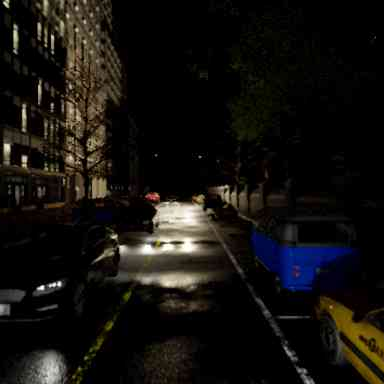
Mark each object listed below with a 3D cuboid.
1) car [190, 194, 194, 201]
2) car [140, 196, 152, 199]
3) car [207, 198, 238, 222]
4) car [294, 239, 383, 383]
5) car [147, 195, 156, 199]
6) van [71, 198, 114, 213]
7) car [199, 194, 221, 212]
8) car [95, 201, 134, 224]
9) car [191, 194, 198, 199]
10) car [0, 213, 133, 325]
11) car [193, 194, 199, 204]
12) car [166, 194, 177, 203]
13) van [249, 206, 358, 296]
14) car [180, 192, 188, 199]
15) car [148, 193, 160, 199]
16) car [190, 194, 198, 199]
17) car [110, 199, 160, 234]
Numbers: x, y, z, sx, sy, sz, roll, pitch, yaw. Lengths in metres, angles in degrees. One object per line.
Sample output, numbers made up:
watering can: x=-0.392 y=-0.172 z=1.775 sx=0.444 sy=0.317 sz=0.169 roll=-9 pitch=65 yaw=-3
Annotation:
car: x=0.827 y=1.132 z=72.929 sx=1.801 sy=1.575 sz=5.366 roll=0 pitch=0 yaw=-2
car: x=-5.802 y=1.394 z=35.839 sx=1.887 sy=1.381 sz=4.507 roll=0 pitch=0 yaw=-1
car: x=2.396 y=1.421 z=25.089 sx=1.752 sy=1.417 sz=4.829 roll=0 pitch=0 yaw=-1
car: x=2.562 y=1.513 z=2.912 sx=1.752 sy=1.417 sz=4.829 roll=0 pitch=0 yaw=0
car: x=-5.917 y=1.407 z=41.388 sx=1.802 sy=1.307 sz=4.206 roll=0 pitch=0 yaw=-1
van: x=-5.561 y=1.263 z=19.198 sx=1.690 sy=1.788 sz=3.998 roll=0 pitch=0 yaw=-1
car: x=2.221 y=1.163 z=36.014 sx=2.192 sy=1.841 sz=5.009 roll=0 pitch=0 yaw=-1
car: x=-5.626 y=1.443 z=24.745 sx=1.887 sy=1.381 sz=4.507 roll=0 pitch=0 yaw=-1
car: x=0.653 y=1.190 z=85.923 sx=1.802 sy=1.307 sz=4.206 roll=0 pitch=0 yaw=-2
car: x=-2.870 y=1.462 z=7.352 sx=2.128 sy=1.511 sz=4.902 roll=0 pitch=0 yaw=0
car: x=1.667 y=1.270 z=58.369 sx=1.752 sy=1.417 sz=4.829 roll=0 pitch=0 yaw=-2
car: x=-3.795 y=1.233 z=61.749 sx=1.837 sy=1.490 sz=4.892 roll=0 pitch=0 yaw=-1
van: x=2.545 y=1.307 z=8.286 sx=1.690 sy=1.788 sz=3.998 roll=0 pitch=0 yaw=0
car: x=-2.130 y=1.048 z=91.437 sx=2.033 sy=1.411 sz=5.357 roll=0 pitch=0 yaw=-2
car: x=-6.190 y=1.089 z=52.478 sx=2.192 sy=1.841 sz=5.009 roll=0 pitch=0 yaw=-2
car: x=0.432 y=1.145 z=91.468 sx=1.947 sy=1.339 sz=4.313 roll=0 pitch=0 yaw=-2
car: x=-2.939 y=1.401 z=18.684 sx=1.882 sy=1.535 sz=5.008 roll=0 pitch=0 yaw=0
